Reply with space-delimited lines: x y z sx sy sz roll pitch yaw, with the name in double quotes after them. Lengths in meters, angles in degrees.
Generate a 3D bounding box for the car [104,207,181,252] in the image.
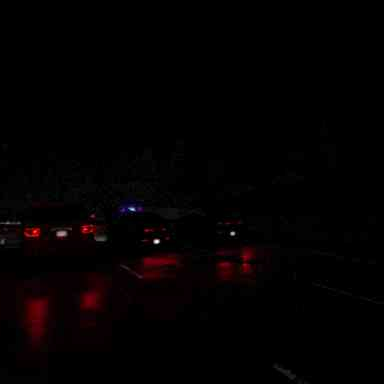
-2.471 1.632 14.782 1.837 1.490 4.892 0 0 -28 "car"

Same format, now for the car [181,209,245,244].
0.619 1.597 16.426 2.128 1.511 4.902 0 0 -28 "car"

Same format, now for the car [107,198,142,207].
-6.008 1.565 28.870 2.150 2.045 5.566 0 -1 -28 "car"

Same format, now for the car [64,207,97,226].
-9.395 1.975 27.804 1.895 1.301 4.718 0 -1 -28 "car"

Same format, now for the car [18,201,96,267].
-5.128 1.357 12.300 2.150 2.045 5.566 0 0 -28 "car"
